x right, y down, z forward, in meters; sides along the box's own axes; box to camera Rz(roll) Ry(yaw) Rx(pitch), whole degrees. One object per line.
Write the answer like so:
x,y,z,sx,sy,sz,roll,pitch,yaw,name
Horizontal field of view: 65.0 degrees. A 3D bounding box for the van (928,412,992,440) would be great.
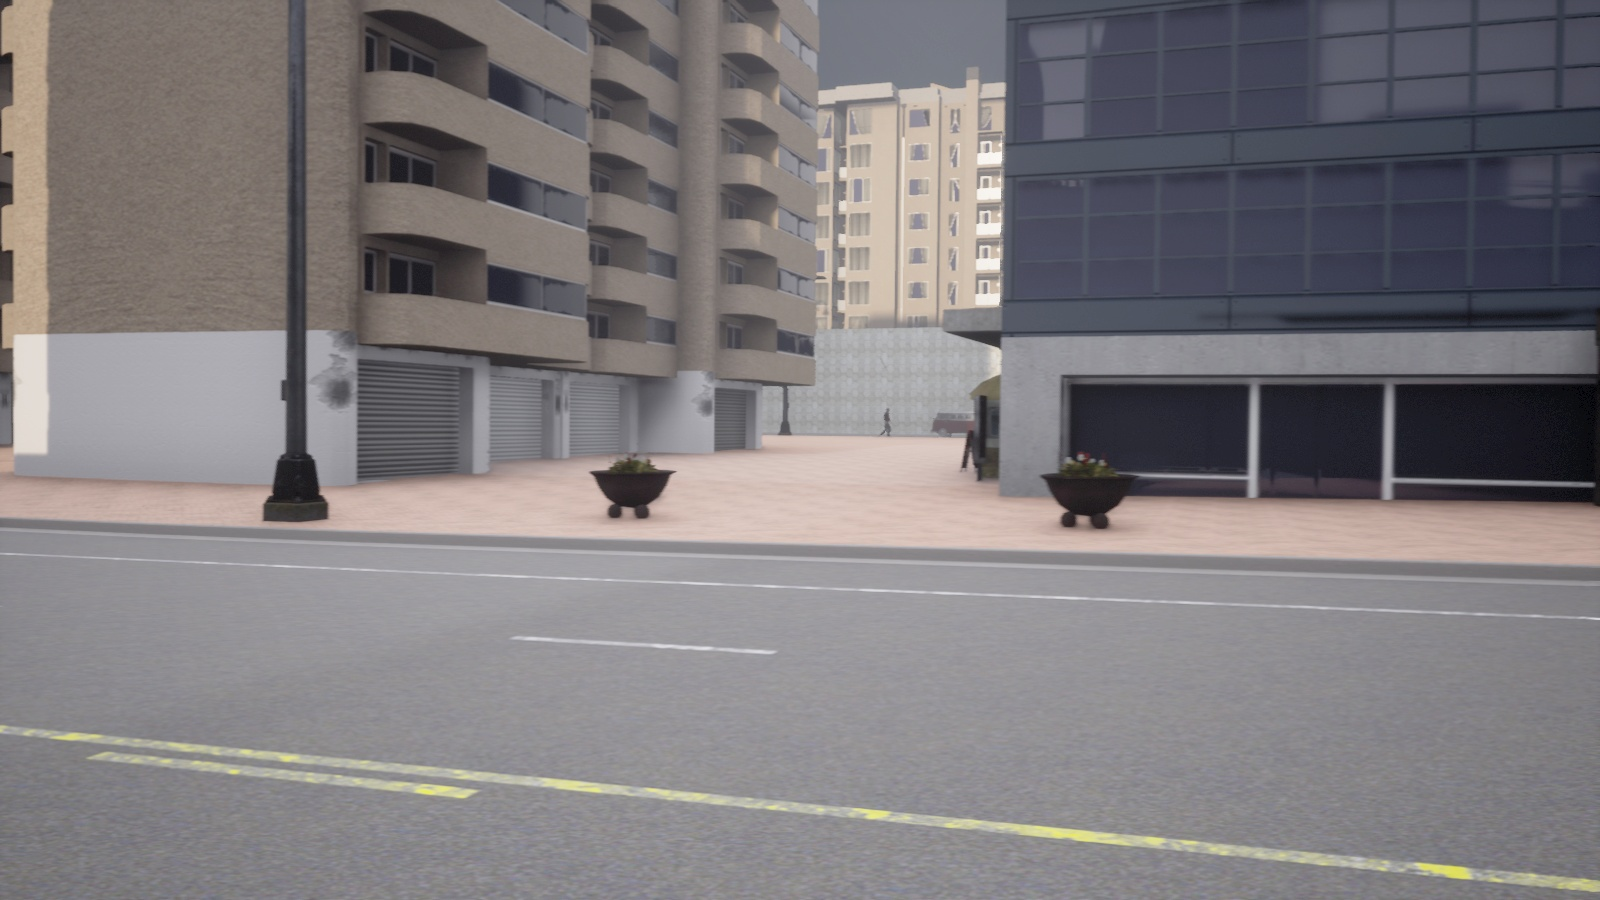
11.956,-1.831,94.035,4.442,1.987,1.775,1,1,20,van
